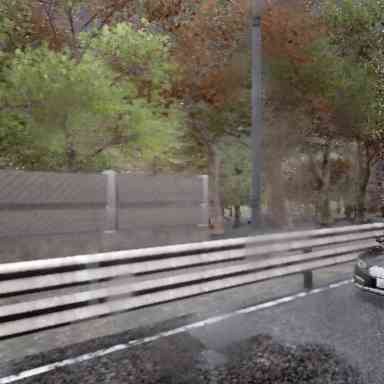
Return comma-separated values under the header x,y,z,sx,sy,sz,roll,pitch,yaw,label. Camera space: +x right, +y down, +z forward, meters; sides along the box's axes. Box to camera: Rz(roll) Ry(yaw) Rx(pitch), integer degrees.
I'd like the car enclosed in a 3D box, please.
x,y,z,sx,sy,sz,roll,pitch,yaw,label
5.702,1.499,7.752,4.902,1.511,2.128,0,0,-35,car
